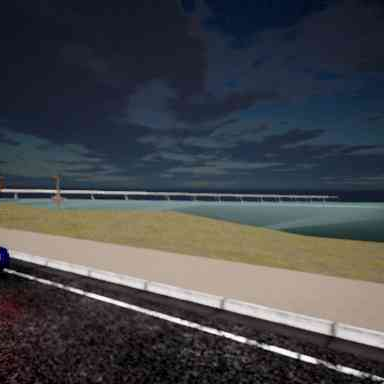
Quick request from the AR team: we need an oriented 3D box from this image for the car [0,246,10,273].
[{"bbox_3d":[-6.687,1.518,8.459,4.718,1.301,1.895,1,0,36],"label":"car"}]
